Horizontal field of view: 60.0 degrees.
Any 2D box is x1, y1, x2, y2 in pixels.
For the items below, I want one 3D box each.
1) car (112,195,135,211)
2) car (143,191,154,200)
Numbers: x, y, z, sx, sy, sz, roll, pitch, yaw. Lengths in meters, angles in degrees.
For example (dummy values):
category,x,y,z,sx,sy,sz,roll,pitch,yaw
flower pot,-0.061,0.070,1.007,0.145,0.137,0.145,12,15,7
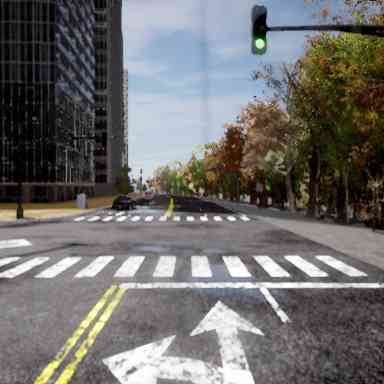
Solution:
category,x,y,z,sx,sy,sz,roll,pitch,yaw
car,-7.209,1.143,35.357,1.882,1.535,5.008,0,1,-2
car,-9.142,0.680,69.546,2.097,1.767,4.553,0,1,-4
